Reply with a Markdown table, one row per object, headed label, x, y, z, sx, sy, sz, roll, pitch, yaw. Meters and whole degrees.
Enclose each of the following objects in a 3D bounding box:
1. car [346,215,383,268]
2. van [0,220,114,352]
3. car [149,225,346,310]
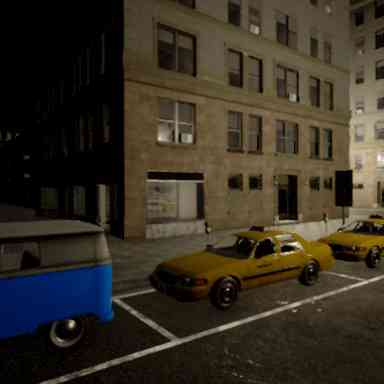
| label | x | y | z | sx | sy | sz | roll | pitch | yaw |
| --- | --- | --- | --- | --- | --- | --- | --- | --- | --- |
| car | 5.989 | 1.467 | 11.038 | 4.829 | 1.417 | 1.752 | 0 | 0 | -36 |
| van | -3.104 | 1.342 | 4.551 | 3.998 | 1.788 | 1.690 | 0 | 0 | -36 |
| car | 1.374 | 1.498 | 7.745 | 4.829 | 1.417 | 1.752 | 0 | 0 | -36 |
